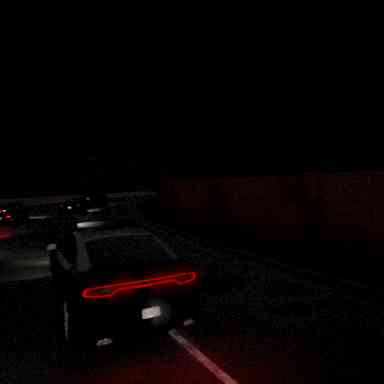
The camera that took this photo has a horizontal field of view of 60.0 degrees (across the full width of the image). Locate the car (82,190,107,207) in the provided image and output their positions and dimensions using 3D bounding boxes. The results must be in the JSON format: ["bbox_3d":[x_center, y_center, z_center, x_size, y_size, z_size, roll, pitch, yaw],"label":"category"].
[{"bbox_3d":[-12.231,0.809,41.453,2.150,2.045,5.566,-1,1,-2],"label":"car"}]

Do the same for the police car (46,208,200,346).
[{"bbox_3d":[-1.710,1.344,6.599,1.930,1.638,5.238,-2,1,-27],"label":"police car"}]

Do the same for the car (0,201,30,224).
[{"bbox_3d":[-12.901,1.413,23.609,1.837,1.490,4.892,-2,1,-15],"label":"car"}]

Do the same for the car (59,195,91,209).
[{"bbox_3d":[-10.900,1.300,30.690,1.994,1.385,4.181,-2,1,-10],"label":"car"}]
